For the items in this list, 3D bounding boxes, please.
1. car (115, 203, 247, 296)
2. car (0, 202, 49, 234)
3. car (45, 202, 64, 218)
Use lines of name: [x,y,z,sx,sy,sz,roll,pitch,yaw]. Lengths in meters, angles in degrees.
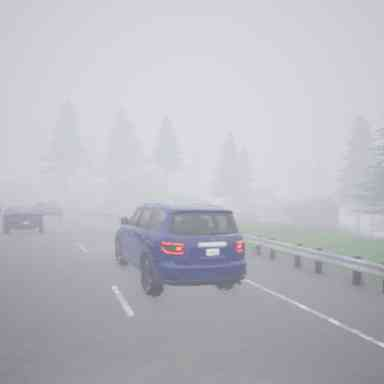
car: [-0.637,1.328,9.289,2.150,2.045,5.566,2,-1,-23]
car: [-9.903,1.467,19.415,1.882,1.535,5.008,2,-1,-31]
car: [-13.336,1.588,30.383,2.033,1.411,5.357,2,-1,-39]
